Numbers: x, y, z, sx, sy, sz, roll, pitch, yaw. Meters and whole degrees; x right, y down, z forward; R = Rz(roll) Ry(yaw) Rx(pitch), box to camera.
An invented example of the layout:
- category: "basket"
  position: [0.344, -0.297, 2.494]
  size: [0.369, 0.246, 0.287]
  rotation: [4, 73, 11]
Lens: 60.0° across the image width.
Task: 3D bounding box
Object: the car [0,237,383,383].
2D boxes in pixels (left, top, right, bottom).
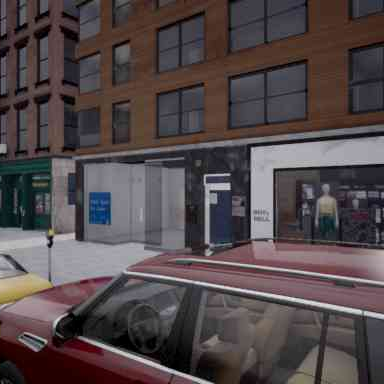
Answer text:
- category: "car"
  position: [0.347, 1.315, 2.564]
  size: [5.009, 1.841, 2.192]
  rotation: [0, 0, 36]
